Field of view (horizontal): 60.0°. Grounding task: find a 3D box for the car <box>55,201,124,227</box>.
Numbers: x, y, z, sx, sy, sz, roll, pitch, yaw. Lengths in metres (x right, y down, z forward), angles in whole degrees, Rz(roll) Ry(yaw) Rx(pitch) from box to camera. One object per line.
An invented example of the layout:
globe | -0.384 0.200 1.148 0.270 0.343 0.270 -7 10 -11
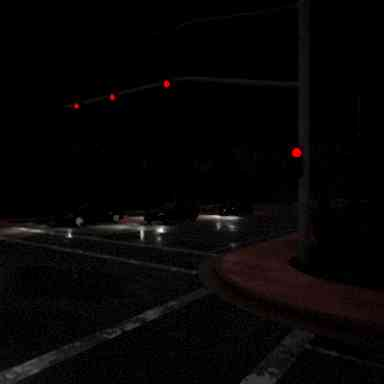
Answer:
car | -6.950 1.436 22.961 1.882 1.535 5.008 0 0 36

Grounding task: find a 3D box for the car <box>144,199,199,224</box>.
car | -1.434 1.444 24.652 1.882 1.535 5.008 0 0 36

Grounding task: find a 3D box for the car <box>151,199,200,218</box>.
car | -1.419 1.463 30.676 1.837 1.490 4.892 0 0 36

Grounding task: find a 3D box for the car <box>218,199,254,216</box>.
car | 4.424 1.470 32.791 1.837 1.490 4.892 0 0 36
